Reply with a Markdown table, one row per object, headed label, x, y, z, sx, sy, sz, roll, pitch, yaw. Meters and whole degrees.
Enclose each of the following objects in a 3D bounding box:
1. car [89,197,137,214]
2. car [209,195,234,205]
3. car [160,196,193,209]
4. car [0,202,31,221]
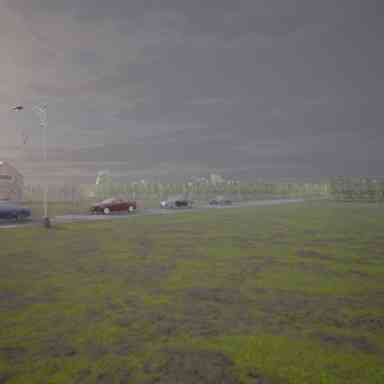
| label | x | y | z | sx | sy | sz | roll | pitch | yaw |
| --- | --- | --- | --- | --- | --- | --- | --- | --- | --- |
| car | -7.649 | 1.279 | 32.499 | 1.882 | 1.535 | 5.008 | 0 | 0 | 37 |
| car | 4.308 | 1.188 | 48.460 | 1.994 | 1.385 | 4.181 | 0 | 0 | 38 |
| car | -1.834 | 1.207 | 40.281 | 2.128 | 1.511 | 4.902 | 0 | 0 | 37 |
| car | -13.994 | 1.423 | 23.804 | 1.812 | 1.442 | 4.674 | 0 | 0 | 34 |
